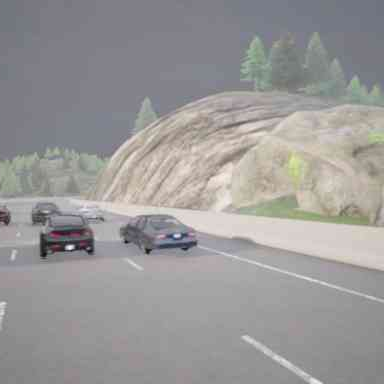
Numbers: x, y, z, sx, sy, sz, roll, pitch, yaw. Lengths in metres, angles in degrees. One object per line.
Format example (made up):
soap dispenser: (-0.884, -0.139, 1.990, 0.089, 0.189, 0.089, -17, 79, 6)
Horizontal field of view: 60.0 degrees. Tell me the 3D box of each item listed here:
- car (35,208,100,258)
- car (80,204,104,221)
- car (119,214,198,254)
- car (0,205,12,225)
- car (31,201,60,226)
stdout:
car: (-5.203, 1.627, 13.480, 1.837, 1.490, 4.892, 0, 0, -26)
car: (-8.874, 1.762, 28.824, 1.812, 1.442, 4.674, 0, 0, -26)
car: (-1.630, 1.637, 14.125, 2.033, 1.411, 5.357, 0, 0, -26)
car: (-15.296, 1.760, 26.028, 1.882, 1.535, 5.008, 0, 0, -26)
car: (-11.807, 1.605, 26.850, 2.097, 1.767, 4.553, 0, 0, -26)
